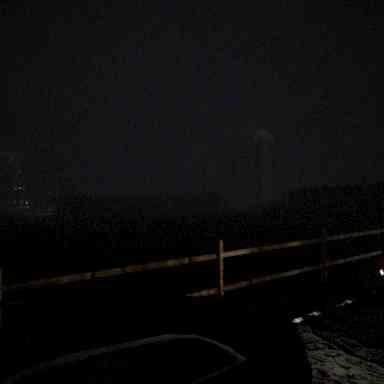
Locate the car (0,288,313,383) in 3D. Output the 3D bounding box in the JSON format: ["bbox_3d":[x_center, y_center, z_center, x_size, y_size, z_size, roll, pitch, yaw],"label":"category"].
[{"bbox_3d":[-1.226,1.558,2.090,4.902,1.511,2.128,0,-1,-37],"label":"car"}]

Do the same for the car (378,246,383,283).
[{"bbox_3d":[6.666,1.258,7.900,5.566,2.045,2.150,0,-1,-36],"label":"car"}]
